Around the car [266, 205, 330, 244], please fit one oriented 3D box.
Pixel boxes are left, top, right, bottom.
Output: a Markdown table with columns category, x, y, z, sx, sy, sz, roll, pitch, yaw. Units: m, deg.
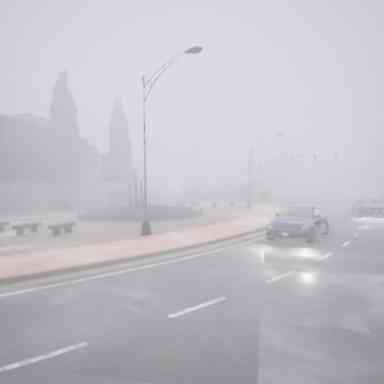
| category | x | y | z | sx | sy | sz | roll | pitch | yaw |
| --- | --- | --- | --- | --- | --- | --- | --- | --- | --- |
| car | 4.870 | 1.332 | 14.860 | 1.812 | 1.442 | 4.674 | -1 | 1 | 33 |

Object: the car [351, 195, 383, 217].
| category | x | y | z | sx | sy | sz | roll | pitch | yaw |
| --- | --- | --- | --- | --- | --- | --- | --- | --- | --- |
| car | 13.434 | 1.139 | 25.192 | 1.994 | 1.385 | 4.181 | -1 | 0 | 16 |
